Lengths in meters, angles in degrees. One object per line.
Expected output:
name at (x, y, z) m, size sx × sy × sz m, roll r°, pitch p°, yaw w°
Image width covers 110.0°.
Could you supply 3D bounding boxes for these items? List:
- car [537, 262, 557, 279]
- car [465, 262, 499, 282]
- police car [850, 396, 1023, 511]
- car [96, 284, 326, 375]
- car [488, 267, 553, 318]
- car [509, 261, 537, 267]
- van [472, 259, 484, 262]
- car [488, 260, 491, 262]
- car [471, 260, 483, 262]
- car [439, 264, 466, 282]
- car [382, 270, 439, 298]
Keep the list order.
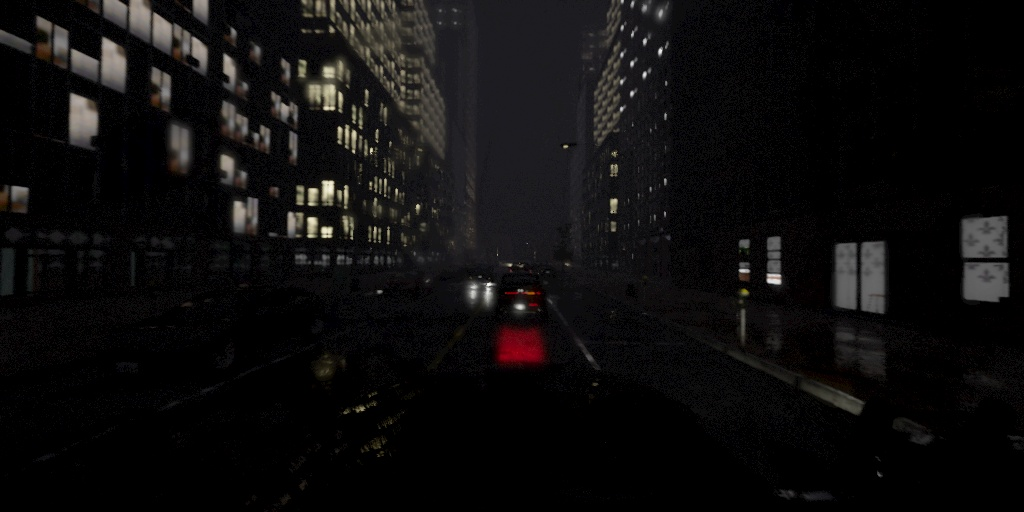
car at (3.441, 1.565, 35.698) m, size 1.948 × 1.339 × 4.313 m, roll 0°, pitch 0°, yaw 1°
car at (-2.452, 1.462, 30.308) m, size 1.994 × 1.385 × 4.181 m, roll 1°, pitch 0°, yaw 2°
police car at (3.041, 1.201, 0.214) m, size 1.930 × 1.638 × 5.238 m, roll 1°, pitch 0°, yaw 1°
car at (-5.620, 1.287, 7.460) m, size 1.948 × 1.339 × 4.313 m, roll 0°, pitch 0°, yaw 1°
car at (0.323, 1.333, 13.424) m, size 1.837 × 1.490 × 4.892 m, roll 1°, pitch 0°, yaw 1°
car at (0.730, 1.287, 30.248) m, size 2.097 × 1.767 × 4.553 m, roll 1°, pitch 0°, yaw 1°
van at (-4.662, 1.314, 47.294) m, size 1.690 × 1.789 × 3.998 m, roll 0°, pitch 0°, yaw 1°
car at (-4.525, 1.589, 52.985) m, size 1.802 × 1.307 × 4.207 m, roll 0°, pitch 0°, yaw 1°
car at (-4.799, 1.483, 41.603) m, size 1.888 × 1.381 × 4.507 m, roll 0°, pitch 0°, yaw 1°
car at (-5.073, 1.418, 30.222) m, size 2.007 × 1.370 × 4.403 m, roll 0°, pitch 0°, yaw 1°
car at (-5.346, 1.377, 18.840) m, size 1.802 × 1.307 × 4.207 m, roll 0°, pitch 0°, yaw 1°
